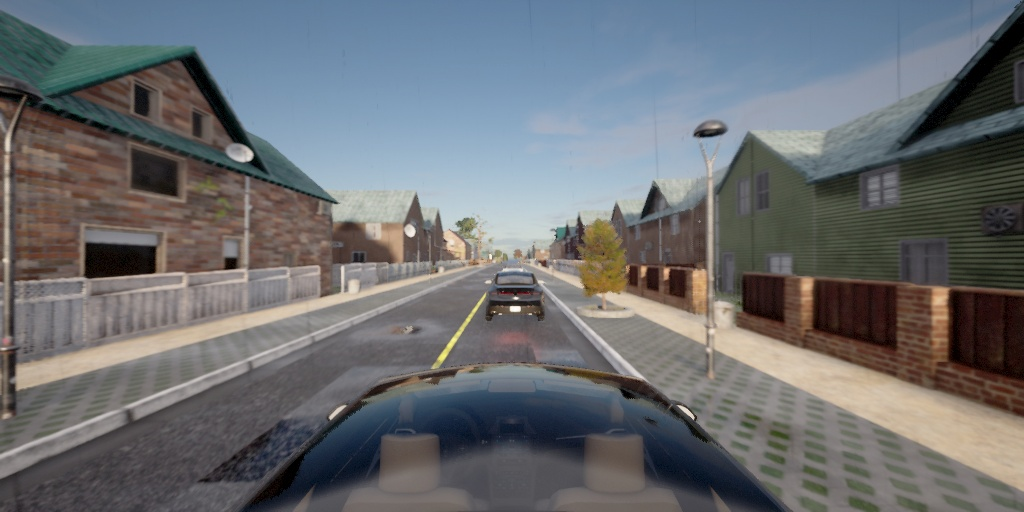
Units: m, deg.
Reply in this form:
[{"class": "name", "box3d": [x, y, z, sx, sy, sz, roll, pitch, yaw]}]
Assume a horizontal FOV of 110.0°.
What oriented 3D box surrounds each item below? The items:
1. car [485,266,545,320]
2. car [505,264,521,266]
[{"class": "car", "box3d": [0.097, 1.265, 12.664, 1.837, 1.490, 4.892, 0, 0, 0]}, {"class": "car", "box3d": [0.095, 1.410, 34.214, 1.895, 1.301, 4.718, 0, 0, 0]}]
